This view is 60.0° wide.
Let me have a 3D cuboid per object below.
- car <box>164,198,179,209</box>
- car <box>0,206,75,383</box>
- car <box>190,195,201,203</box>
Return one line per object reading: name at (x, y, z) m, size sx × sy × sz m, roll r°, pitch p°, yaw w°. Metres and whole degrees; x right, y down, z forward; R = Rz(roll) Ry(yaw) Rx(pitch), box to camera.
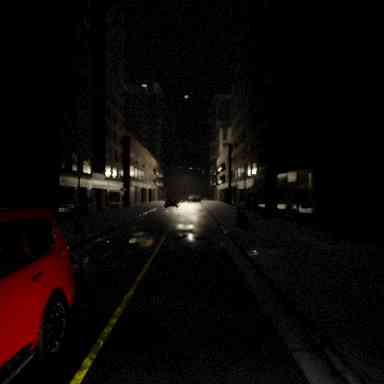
car at (-2.821, 1.552, 46.573) m, size 2.033 × 1.411 × 5.357 m, roll 0°, pitch 0°, yaw 0°
car at (-2.848, 1.220, 2.892) m, size 2.150 × 2.045 × 5.566 m, roll 0°, pitch 0°, yaw 0°
car at (0.980, 1.506, 72.036) m, size 1.882 × 1.535 × 5.008 m, roll 0°, pitch 0°, yaw 0°
